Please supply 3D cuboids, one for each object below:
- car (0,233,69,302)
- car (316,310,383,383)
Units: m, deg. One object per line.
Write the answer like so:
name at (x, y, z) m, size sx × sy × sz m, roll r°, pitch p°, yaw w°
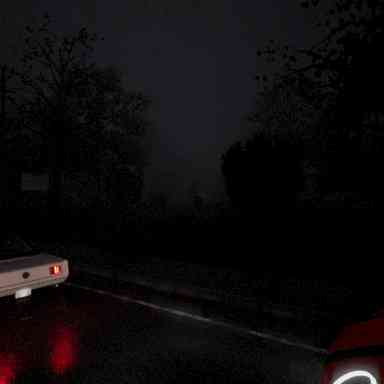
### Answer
car at (-4.960, 1.601, 7.515) m, size 4.718 × 1.301 × 1.895 m, roll 0°, pitch 0°, yaw 35°
car at (3.066, 1.352, 1.842) m, size 4.553 × 1.767 × 2.097 m, roll 0°, pitch 0°, yaw 35°
